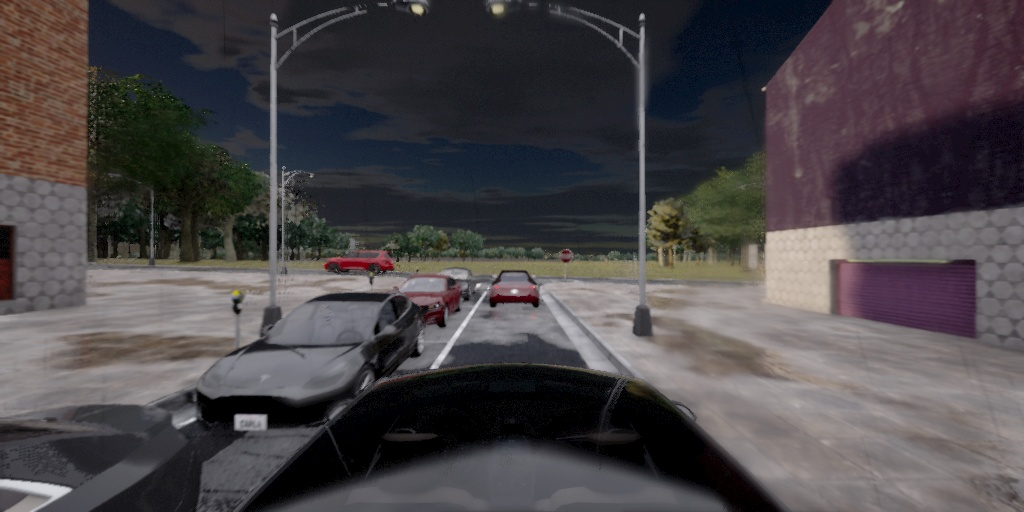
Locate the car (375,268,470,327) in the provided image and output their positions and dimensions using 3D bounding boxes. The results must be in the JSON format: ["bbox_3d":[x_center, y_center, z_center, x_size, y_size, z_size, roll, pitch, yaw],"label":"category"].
[{"bbox_3d":[-2.638,1.251,11.339,1.888,1.381,4.507,0,0,0],"label":"car"}]

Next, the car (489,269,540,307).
[{"bbox_3d":[0.093,1.254,15.093,1.994,1.385,4.181,0,0,0],"label":"car"}]

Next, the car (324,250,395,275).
[{"bbox_3d":[-12.834,0.536,30.398,5.566,2.045,2.150,2,0,-1],"label":"car"}]

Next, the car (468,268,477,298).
[{"bbox_3d":[-2.638,1.232,16.880,2.007,1.370,4.403,0,0,0],"label":"car"}]

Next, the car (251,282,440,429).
[{"bbox_3d":[-2.638,1.297,5.798,1.948,1.339,4.313,0,0,0],"label":"car"}]

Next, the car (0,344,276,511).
[{"bbox_3d":[-2.637,1.307,0.258,2.007,1.370,4.403,0,0,0],"label":"car"}]
